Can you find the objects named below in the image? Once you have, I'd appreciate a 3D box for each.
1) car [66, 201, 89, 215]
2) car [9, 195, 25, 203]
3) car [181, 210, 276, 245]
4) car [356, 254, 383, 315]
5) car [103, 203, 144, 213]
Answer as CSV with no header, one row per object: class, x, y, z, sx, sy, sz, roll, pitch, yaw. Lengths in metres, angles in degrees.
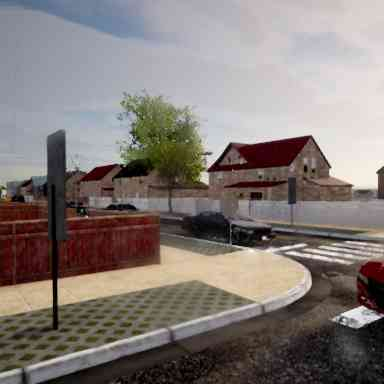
car,-12.531,1.703,35.433,1.837,1.490,4.892,-1,0,-37
car,-40.759,1.642,78.001,2.150,2.045,5.566,-1,0,-37
car,1.555,1.621,16.540,2.033,1.411,5.357,-1,0,-36
car,5.277,1.501,6.695,5.008,1.535,1.882,1,0,-35
car,-5.327,1.637,25.760,1.837,1.490,4.892,-1,1,-37
